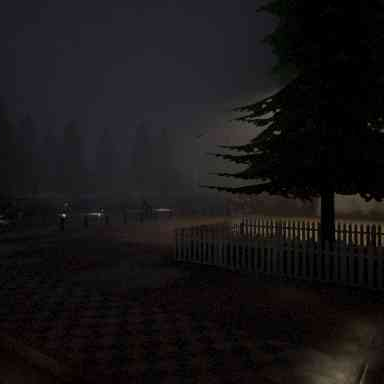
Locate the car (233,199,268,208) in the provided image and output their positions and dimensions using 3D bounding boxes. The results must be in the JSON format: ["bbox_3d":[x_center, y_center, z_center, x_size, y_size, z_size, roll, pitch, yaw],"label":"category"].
[{"bbox_3d":[8.418,1.228,47.439,2.150,2.045,5.566,0,0,36],"label":"car"}]

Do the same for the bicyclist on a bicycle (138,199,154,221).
[{"bbox_3d":[-3.380,1.307,24.384,1.656,1.620,0.582,0,0,35],"label":"bicyclist on a bicycle"}]

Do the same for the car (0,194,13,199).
[{"bbox_3d":[-18.170,1.232,28.592,2.150,2.045,5.566,0,0,35],"label":"car"}]

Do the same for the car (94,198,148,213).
[{"bbox_3d":[-7.834,1.556,37.050,2.033,1.411,5.357,0,0,35],"label":"car"}]

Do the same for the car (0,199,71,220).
[{"bbox_3d":[-13.682,1.556,28.855,2.033,1.411,5.357,0,0,35],"label":"car"}]

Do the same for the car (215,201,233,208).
[{"bbox_3d":[5.150,1.571,48.957,1.994,1.385,4.181,0,0,35],"label":"car"}]

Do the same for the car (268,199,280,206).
[{"bbox_3d":[14.331,1.554,55.737,2.033,1.411,5.357,0,0,36],"label":"car"}]

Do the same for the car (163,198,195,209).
[{"bbox_3d":[-1.661,1.556,45.675,2.033,1.411,5.357,0,0,36],"label":"car"}]

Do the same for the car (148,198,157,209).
[{"bbox_3d":[-6.617,1.535,44.774,1.812,1.442,4.674,0,0,36],"label":"car"}]

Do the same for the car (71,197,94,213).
[{"bbox_3d":[-12.566,1.362,36.443,2.097,1.767,4.553,0,0,36],"label":"car"}]
